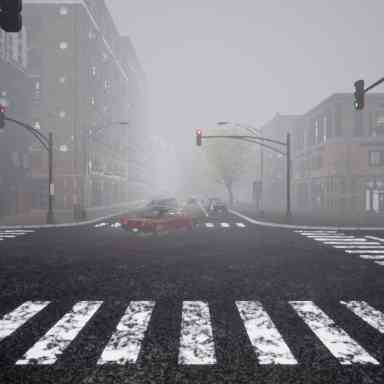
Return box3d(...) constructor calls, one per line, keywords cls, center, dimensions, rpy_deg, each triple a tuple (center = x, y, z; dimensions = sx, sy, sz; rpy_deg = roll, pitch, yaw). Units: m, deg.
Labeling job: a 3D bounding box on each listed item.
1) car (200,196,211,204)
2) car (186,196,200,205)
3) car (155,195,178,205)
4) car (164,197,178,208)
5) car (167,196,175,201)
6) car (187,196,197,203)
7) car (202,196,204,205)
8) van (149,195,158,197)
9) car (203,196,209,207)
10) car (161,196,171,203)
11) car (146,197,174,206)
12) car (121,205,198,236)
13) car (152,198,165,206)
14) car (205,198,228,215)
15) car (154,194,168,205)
box3d(cls="car", center=(2.683, 1.537, 67.811), dimensions=(1.967, 1.590, 4.097), rpy_deg=(0, 0, 0))
box3d(cls="car", center=(-0.005, 1.643, 60.812), dimensions=(1.994, 1.385, 4.181), rpy_deg=(0, 0, 0))
box3d(cls="car", center=(-3.097, 1.518, 40.288), dimensions=(1.882, 1.535, 5.008), rpy_deg=(0, 0, 0))
box3d(cls="car", center=(-3.091, 1.583, 50.386), dimensions=(1.812, 1.442, 4.674), rpy_deg=(0, 0, 0))
box3d(cls="car", center=(-5.701, 1.687, 90.429), dimensions=(1.752, 1.417, 4.829), rpy_deg=(0, 0, 0))
box3d(cls="car", center=(-0.006, 1.556, 70.819), dimensions=(2.033, 1.411, 5.357), rpy_deg=(0, 0, 0))
box3d(cls="car", center=(2.685, 1.488, 45.023), dimensions=(1.967, 1.590, 4.097), rpy_deg=(0, 0, 0))
box3d(cls="van", center=(-5.697, 1.399, 50.721), dimensions=(1.690, 1.788, 3.998), rpy_deg=(0, 0, 0))
box3d(cls="car", center=(2.686, 1.479, 39.327), dimensions=(1.967, 1.590, 4.097), rpy_deg=(0, 0, 0))
box3d(cls="car", center=(-5.698, 1.663, 73.508), dimensions=(2.008, 1.369, 4.403), rpy_deg=(0, 0, 0))
box3d(cls="car", center=(-3.104, 1.516, 30.840), dimensions=(2.128, 1.511, 4.902), rpy_deg=(0, 0, 0))
box3d(cls="car", center=(-1.609, 1.609, 18.497), dimensions=(1.895, 1.301, 4.718), rpy_deg=(0, 0, 35))
box3d(cls="car", center=(-5.697, 1.651, 56.418), dimensions=(1.802, 1.307, 4.206), rpy_deg=(0, 0, 0))
box3d(cls="car", center=(2.686, 1.580, 33.630), dimensions=(2.008, 1.369, 4.403), rpy_deg=(0, 0, 0))
box3d(cls="car", center=(-5.698, 1.397, 62.115), dimensions=(2.192, 1.841, 5.009), rpy_deg=(0, 0, 0))
